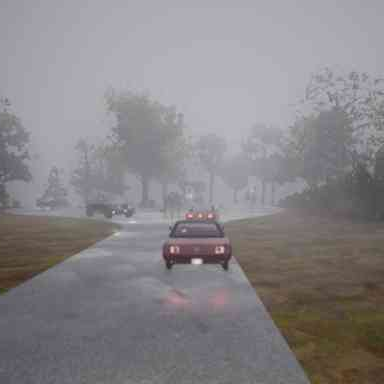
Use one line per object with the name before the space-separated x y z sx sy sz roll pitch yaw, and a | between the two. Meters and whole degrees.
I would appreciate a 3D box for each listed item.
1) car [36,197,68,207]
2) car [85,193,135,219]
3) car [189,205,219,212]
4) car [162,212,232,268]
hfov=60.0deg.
car | -19.440 1.356 46.612 2.033 1.411 5.357 0 0 9
car | -7.029 1.104 28.073 2.150 2.045 5.566 0 0 -42
car | 0.826 1.506 22.643 1.895 1.301 4.718 0 0 8
car | 0.157 1.554 11.082 1.895 1.301 4.718 0 0 0
